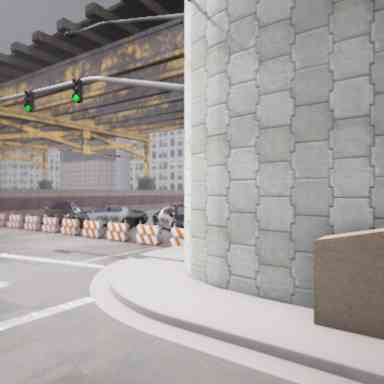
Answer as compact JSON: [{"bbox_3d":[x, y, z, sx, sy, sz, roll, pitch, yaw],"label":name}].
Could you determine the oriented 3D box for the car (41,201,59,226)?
[{"bbox_3d":[-8.968,1.444,23.176,2.038,1.542,4.974,0,0,-10],"label":"car"}]

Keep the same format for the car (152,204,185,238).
[{"bbox_3d":[-0.506,1.448,17.834,2.038,1.542,4.974,0,0,-25],"label":"car"}]

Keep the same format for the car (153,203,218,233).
[{"bbox_3d":[-0.528,1.291,17.881,1.853,1.218,4.536,0,0,-25],"label":"car"}]

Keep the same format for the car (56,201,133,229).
[{"bbox_3d":[-5.274,1.446,20.421,4.974,1.542,2.038,0,0,0],"label":"car"}]

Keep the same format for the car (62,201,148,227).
[{"bbox_3d":[-5.222,1.288,20.421,4.536,1.218,1.853,0,0,0],"label":"car"}]

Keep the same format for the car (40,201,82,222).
[{"bbox_3d":[-8.977,1.286,23.227,1.853,1.218,4.536,0,0,-10],"label":"car"}]
